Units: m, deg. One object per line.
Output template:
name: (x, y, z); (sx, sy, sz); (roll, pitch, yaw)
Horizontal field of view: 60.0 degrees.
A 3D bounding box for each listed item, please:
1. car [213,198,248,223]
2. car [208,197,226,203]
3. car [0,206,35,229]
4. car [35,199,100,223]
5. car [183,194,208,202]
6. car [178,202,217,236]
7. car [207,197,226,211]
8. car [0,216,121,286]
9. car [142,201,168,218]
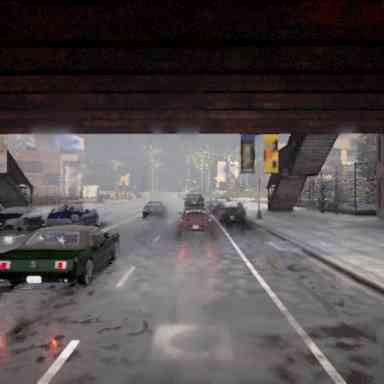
car: (3.141, 1.475, 25.239); (2.231, 1.521, 4.892); (0, 0, 10)
car: (3.179, 1.346, 36.014); (2.185, 1.767, 4.553); (0, 0, 0)
car: (-10.494, 1.560, 20.097); (1.994, 1.385, 4.181); (0, 0, 0)
car: (-6.998, 1.348, 19.591); (2.097, 1.767, 4.553); (0, 0, 0)
car: (0.228, 1.213, 36.391); (2.150, 2.045, 5.566); (0, 0, 0)
car: (0.194, 1.522, 18.381); (1.812, 1.442, 4.674); (0, 0, 0)
car: (3.042, 1.470, 42.439); (2.097, 1.535, 5.008); (0, 0, 0)
car: (-3.378, 1.599, 9.388); (1.895, 1.301, 4.718); (0, 0, 0)
car: (-3.263, 1.541, 29.832); (2.033, 1.411, 5.357); (0, 0, 0)
